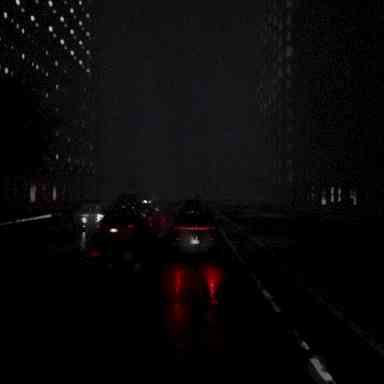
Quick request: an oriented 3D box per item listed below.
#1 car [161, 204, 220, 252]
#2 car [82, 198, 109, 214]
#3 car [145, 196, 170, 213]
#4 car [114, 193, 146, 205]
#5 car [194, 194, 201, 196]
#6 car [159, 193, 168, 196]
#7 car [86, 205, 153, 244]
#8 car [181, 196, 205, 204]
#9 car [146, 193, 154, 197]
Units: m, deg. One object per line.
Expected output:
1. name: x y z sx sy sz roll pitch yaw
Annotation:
1. car: 0.095 1.446 13.599 2.128 1.511 4.902 0 0 0
2. car: -9.849 1.408 34.511 1.812 1.442 4.674 0 0 0
3. car: -3.155 1.415 32.558 1.812 1.442 4.674 0 0 0
4. car: -6.599 1.105 34.848 2.150 2.045 5.566 0 0 0
5. car: 1.129 1.277 67.756 1.837 1.490 4.892 0 0 0
6. car: -6.509 1.024 75.709 2.128 1.511 4.902 0 0 0
7. car: -3.155 1.512 15.398 1.994 1.385 4.181 0 0 0
8. car: 0.095 1.402 30.791 1.837 1.490 4.892 0 1 0
9. car: -9.759 1.024 75.709 2.128 1.511 4.902 0 0 0
